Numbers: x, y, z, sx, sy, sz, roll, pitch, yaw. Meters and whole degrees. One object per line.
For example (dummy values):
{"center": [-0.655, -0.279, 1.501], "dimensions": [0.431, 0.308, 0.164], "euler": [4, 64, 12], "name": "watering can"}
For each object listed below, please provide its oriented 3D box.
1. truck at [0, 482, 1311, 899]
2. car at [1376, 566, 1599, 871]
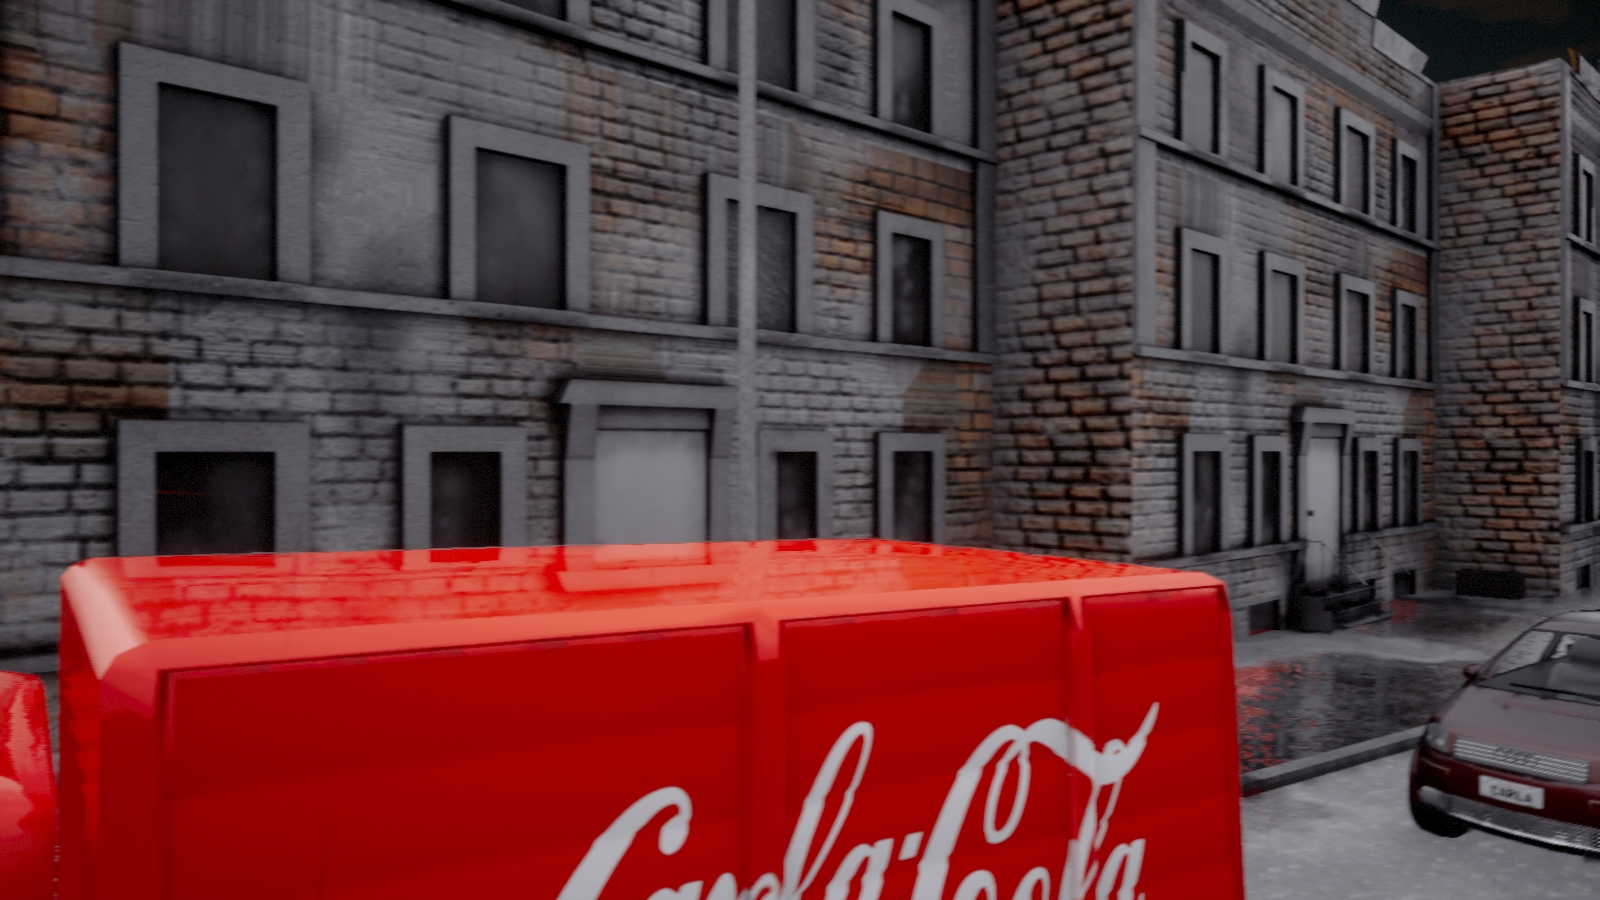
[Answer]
{"center": [-1.228, 1.360, 3.342], "dimensions": [5.204, 2.467, 2.627], "euler": [1, -1, -35], "name": "truck"}
{"center": [6.131, 1.809, 8.451], "dimensions": [3.705, 1.549, 1.789], "euler": [0, 0, -35], "name": "car"}
